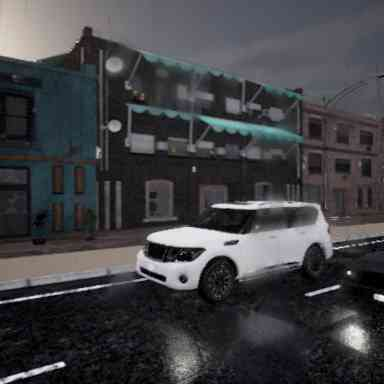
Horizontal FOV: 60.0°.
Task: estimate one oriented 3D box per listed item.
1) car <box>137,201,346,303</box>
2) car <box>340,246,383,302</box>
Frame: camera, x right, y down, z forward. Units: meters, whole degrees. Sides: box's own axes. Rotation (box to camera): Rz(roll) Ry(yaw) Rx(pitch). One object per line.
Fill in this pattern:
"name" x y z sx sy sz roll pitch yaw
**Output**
"car" 1.380 1.268 8.667 5.566 2.045 2.150 1 0 -36
"car" 5.720 1.616 7.776 5.357 1.411 2.033 1 0 -36
